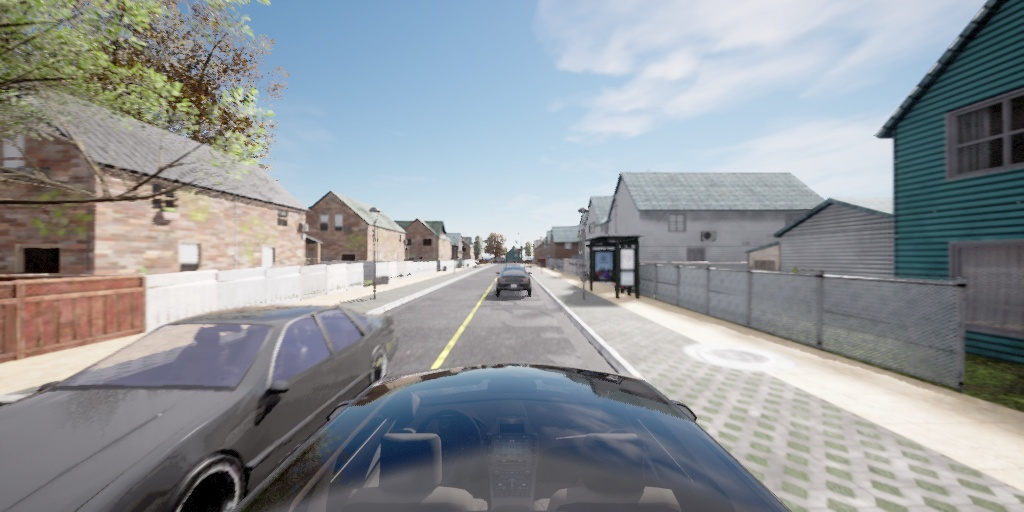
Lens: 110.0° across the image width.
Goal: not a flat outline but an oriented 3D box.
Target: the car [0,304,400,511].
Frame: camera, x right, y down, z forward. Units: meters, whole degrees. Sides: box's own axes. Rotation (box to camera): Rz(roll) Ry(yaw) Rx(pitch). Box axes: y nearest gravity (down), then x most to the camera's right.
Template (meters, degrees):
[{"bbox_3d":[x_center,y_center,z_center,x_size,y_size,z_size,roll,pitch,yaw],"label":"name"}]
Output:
[{"bbox_3d":[-2.842,1.297,3.956,2.033,1.411,5.357,0,0,0],"label":"car"}]

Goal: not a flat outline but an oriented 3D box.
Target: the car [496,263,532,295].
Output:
[{"bbox_3d":[0.091,1.279,19.533,1.812,1.442,4.674,0,0,0],"label":"car"}]
